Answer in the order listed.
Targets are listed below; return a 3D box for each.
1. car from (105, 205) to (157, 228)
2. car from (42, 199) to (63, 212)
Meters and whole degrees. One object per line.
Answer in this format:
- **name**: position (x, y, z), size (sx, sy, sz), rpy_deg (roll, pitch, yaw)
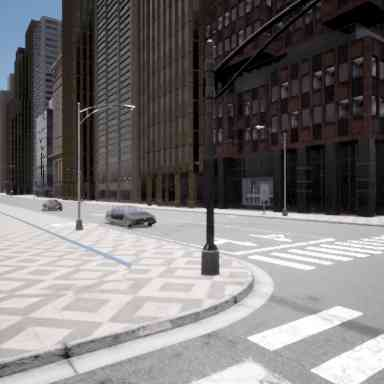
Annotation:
- **car**: position (-4.506, 1.669, 23.637), size (2.033, 1.411, 5.357), rpy_deg (0, 0, -35)
- **car**: position (-18.009, 1.736, 42.865), size (1.837, 1.490, 4.892), rpy_deg (0, 0, -35)
